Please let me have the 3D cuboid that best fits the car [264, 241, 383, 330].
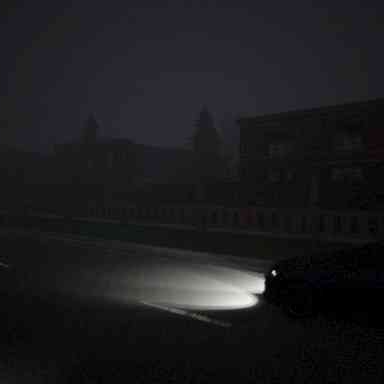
[{"bbox_3d":[3.431,1.563,5.844,4.181,1.385,1.994,0,0,36],"label":"car"}]
